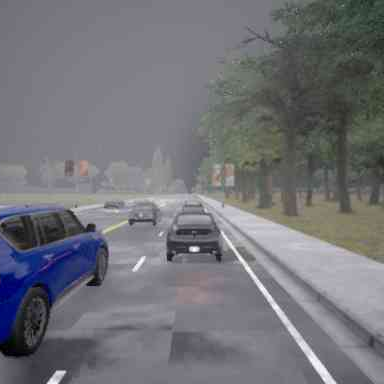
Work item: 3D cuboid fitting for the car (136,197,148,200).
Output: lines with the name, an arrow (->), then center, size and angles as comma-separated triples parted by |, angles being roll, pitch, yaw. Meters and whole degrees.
car -> -6.597, 1.453, 43.411 | 1.812, 1.442, 4.674 | 0, 0, 0

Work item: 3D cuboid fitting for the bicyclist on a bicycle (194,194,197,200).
bicyclist on a bicycle -> 0.870, 1.342, 86.204 | 0.866, 1.612, 1.509 | 0, 0, 0

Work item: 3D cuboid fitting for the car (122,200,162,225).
car -> -3.189, 1.499, 23.339 | 2.033, 1.411, 5.357 | 0, 0, 0

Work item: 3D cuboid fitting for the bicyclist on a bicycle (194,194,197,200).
bicyclist on a bicycle -> 0.867, 1.340, 95.204 | 0.866, 1.612, 1.509 | 0, 0, 0

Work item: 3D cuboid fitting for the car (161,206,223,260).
car -> 0.081, 1.474, 12.402 | 1.837, 1.490, 4.892 | 0, 0, 0

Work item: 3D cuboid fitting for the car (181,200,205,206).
car -> 0.079, 1.437, 28.243 | 2.128, 1.511, 4.902 | 0, 0, 0

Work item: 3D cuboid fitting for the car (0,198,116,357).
car -> -3.202, 1.208, 6.132 | 2.150, 2.045, 5.566 | 0, 0, 1

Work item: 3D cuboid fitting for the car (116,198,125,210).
car -> -9.853, 1.475, 42.722 | 2.033, 1.411, 5.357 | 0, 0, 0
